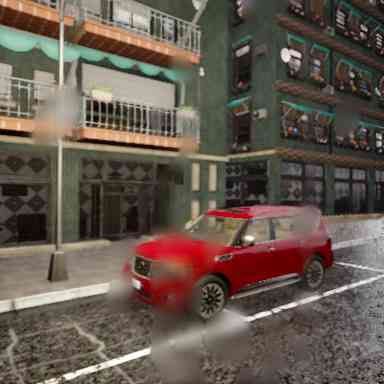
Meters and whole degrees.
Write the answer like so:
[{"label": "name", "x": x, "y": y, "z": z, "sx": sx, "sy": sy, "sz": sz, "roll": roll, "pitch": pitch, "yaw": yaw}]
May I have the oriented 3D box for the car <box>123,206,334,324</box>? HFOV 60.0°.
[{"label": "car", "x": 1.077, "y": 1.278, "z": 7.303, "sx": 5.009, "sy": 1.841, "sz": 2.192, "roll": -1, "pitch": 2, "yaw": -35}]
